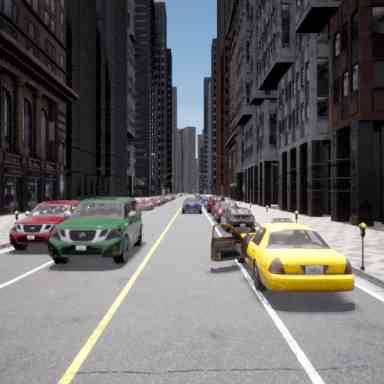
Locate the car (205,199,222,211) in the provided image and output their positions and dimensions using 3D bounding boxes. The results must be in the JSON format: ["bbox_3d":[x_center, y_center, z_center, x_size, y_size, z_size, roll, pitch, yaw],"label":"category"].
[{"bbox_3d":[2.688,1.598,42.484,1.802,1.307,4.206,0,0,0],"label":"car"}]

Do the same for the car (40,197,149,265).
[{"bbox_3d":[-3.123,1.223,12.098,2.150,2.045,5.566,0,0,0],"label":"car"}]

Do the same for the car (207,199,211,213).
[{"bbox_3d":[2.708,1.591,31.279,1.802,1.307,4.206,0,0,0],"label":"car"}]

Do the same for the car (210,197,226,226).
[{"bbox_3d":[2.719,1.446,25.678,1.967,1.590,4.097,0,0,0],"label":"car"}]

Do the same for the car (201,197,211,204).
[{"bbox_3d":[2.647,1.614,64.892,1.802,1.307,4.206,0,0,0],"label":"car"}]

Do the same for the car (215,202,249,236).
[{"bbox_3d":[2.728,1.554,20.075,2.008,1.369,4.403,0,0,0],"label":"car"}]

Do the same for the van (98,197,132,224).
[{"bbox_3d":[-5.806,1.347,25.648,1.690,1.788,3.998,0,0,0],"label":"van"}]

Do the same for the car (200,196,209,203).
[{"bbox_3d":[2.637,1.619,70.494,1.802,1.307,4.206,0,0,0],"label":"car"}]

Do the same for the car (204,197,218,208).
[{"bbox_3d":[2.678,1.545,48.255,1.752,1.417,4.829,0,0,0],"label":"car"}]

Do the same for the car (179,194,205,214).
[{"bbox_3d":[0.005,1.364,36.084,2.097,1.767,4.553,0,0,0],"label":"car"}]

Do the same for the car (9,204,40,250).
[{"bbox_3d":[-5.786,1.317,14.445,2.192,1.841,5.009,0,0,0],"label":"car"}]

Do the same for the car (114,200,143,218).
[{"bbox_3d":[-5.816,1.534,31.079,1.752,1.417,4.829,0,0,0],"label":"car"}]

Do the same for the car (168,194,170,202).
[{"bbox_3d":[-5.878,1.598,64.860,1.947,1.339,4.313,0,0,0],"label":"car"}]

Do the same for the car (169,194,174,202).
[{"bbox_3d":[-5.898,1.593,76.063,2.008,1.369,4.403,0,0,0],"label":"car"}]

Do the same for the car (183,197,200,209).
[{"bbox_3d":[-0.064,1.510,46.230,2.128,1.511,4.902,0,0,0],"label":"car"}]

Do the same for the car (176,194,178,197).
[{"bbox_3d":[-5.927,1.373,92.869,2.192,1.841,5.009,0,0,0],"label":"car"}]

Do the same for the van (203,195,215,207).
[{"bbox_3d":[2.668,1.365,53.688,1.690,1.788,3.998,0,0,0],"label":"van"}]

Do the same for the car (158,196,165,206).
[{"bbox_3d":[-5.857,1.464,53.657,1.967,1.590,4.097,0,0,0],"label":"car"}]

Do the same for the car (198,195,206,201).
[{"bbox_3d":[2.607,1.597,87.300,1.887,1.381,4.507,0,0,0],"label":"car"}]

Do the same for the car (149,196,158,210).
[{"bbox_3d":[-5.837,1.456,42.454,1.967,1.590,4.097,0,0,0],"label":"car"}]

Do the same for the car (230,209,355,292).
[{"bbox_3d":[2.333,1.457,8.911,1.801,1.575,5.366,0,0,0],"label":"car"}]

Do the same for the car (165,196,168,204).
[{"bbox_3d":[-5.868,1.610,59.258,1.802,1.307,4.206,0,0,0],"label":"car"}]

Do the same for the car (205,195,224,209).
[{"bbox_3d":[2.699,1.327,36.881,2.192,1.841,5.009,0,0,0],"label":"car"}]
